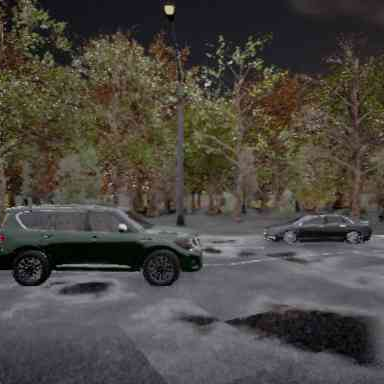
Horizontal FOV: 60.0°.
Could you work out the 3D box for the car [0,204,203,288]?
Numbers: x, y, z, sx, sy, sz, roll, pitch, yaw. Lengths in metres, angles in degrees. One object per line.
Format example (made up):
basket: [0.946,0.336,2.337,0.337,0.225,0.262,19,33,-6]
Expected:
car: [-2.477,1.369,9.269,5.566,2.045,2.150,0,-1,2]

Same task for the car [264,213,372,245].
car: [5.944,1.777,15.968,4.892,1.490,1.837,-1,-1,2]
